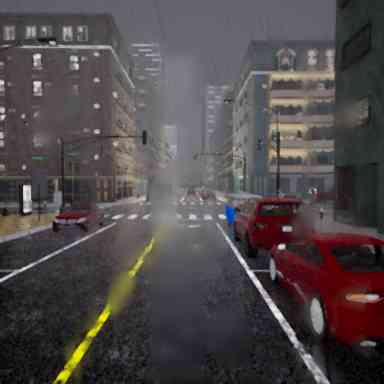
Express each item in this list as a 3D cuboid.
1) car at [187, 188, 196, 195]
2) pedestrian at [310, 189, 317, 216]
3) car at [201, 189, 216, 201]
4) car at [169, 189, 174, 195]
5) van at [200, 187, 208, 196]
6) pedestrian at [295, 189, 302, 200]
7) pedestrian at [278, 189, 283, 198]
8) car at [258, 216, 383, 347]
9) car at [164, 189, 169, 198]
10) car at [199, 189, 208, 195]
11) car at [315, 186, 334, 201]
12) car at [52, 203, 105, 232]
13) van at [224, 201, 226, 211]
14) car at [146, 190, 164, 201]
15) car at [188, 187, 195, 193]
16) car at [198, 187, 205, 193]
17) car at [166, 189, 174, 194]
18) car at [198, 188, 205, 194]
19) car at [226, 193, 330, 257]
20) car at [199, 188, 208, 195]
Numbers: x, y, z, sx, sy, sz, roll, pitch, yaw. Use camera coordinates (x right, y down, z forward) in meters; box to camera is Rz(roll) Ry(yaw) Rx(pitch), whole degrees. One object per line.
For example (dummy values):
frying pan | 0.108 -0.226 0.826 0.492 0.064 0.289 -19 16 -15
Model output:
car | -0.088 -0.225 79.054 2.097 1.767 4.553 0 1 0
pedestrian | 8.111 0.711 22.408 0.375 1.860 0.375 0 2 0
car | 2.629 0.584 49.642 1.802 1.307 4.206 0 1 0
car | -5.782 0.008 77.256 1.887 1.381 4.507 0 1 0
van | 2.603 -0.089 71.726 1.690 1.788 3.998 0 1 0
pedestrian | 6.972 0.704 21.806 0.375 1.860 0.375 0 2 0
pedestrian | 6.110 0.679 23.005 0.375 1.860 0.375 0 2 0
car | 2.677 1.416 6.199 1.887 1.381 4.507 0 1 0
car | -5.764 0.351 60.689 1.947 1.339 4.313 0 1 0
car | 2.599 0.029 77.253 1.947 1.339 4.313 0 1 0
car | 15.719 0.288 36.786 5.009 1.841 2.192 -1 2 0
car | -5.716 1.230 17.246 1.802 1.307 4.206 0 1 0
van | 2.663 0.989 17.249 1.690 1.788 3.998 0 1 0
car | -5.752 0.568 49.644 1.947 1.339 4.313 0 1 0
car | -0.098 -0.456 89.087 1.882 1.535 5.008 0 1 0
car | 2.611 0.222 66.208 1.887 1.381 4.507 0 1 0
car | -5.794 -0.169 88.302 1.802 1.307 4.206 0 1 0
car | 2.580 -0.335 93.989 1.752 1.417 4.829 -1 1 0
car | 2.669 1.075 11.722 2.192 1.841 5.009 0 1 0
car | 2.623 0.459 55.164 1.947 1.339 4.313 0 1 0
